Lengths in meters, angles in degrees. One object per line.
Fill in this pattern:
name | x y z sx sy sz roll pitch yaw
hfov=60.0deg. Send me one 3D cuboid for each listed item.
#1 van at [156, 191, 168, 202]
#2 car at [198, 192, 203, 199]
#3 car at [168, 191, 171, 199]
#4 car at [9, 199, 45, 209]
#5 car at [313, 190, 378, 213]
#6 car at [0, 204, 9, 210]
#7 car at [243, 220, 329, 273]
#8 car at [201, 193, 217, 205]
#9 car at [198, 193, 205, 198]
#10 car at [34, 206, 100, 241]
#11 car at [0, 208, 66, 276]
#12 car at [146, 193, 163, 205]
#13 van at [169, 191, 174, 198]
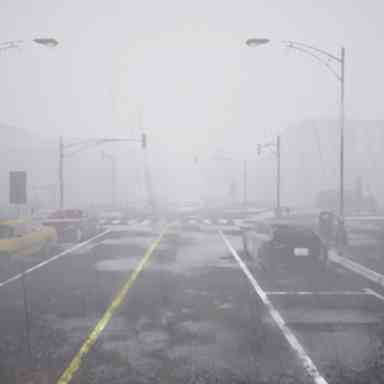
van | -5.711 0.876 59.398 1.690 1.788 3.998 0 0 0
car | 2.667 0.956 76.041 2.008 1.369 4.403 -1 0 0
car | -5.711 1.036 64.946 1.887 1.381 4.507 0 0 0
car | -18.206 1.444 36.105 4.313 1.339 1.947 -1 2 -1
car | 14.225 0.804 31.005 5.566 2.045 2.150 -1 1 -1
car | -18.086 1.457 27.757 4.097 1.590 1.967 -1 2 -1
car | 2.685 1.485 10.248 1.947 1.339 4.313 -1 0 0
car | 2.674 1.146 48.480 1.752 1.417 4.829 -1 0 0
car | 2.662 0.840 92.679 1.947 1.339 4.313 0 0 0
car | -5.697 1.420 15.790 1.887 1.381 4.507 0 0 0
car | -5.696 1.446 10.075 1.752 1.417 4.829 0 0 0
car | -5.705 1.204 48.308 1.802 1.307 4.206 0 0 0
van | -5.716 0.745 76.037 1.690 1.788 3.998 0 0 0
